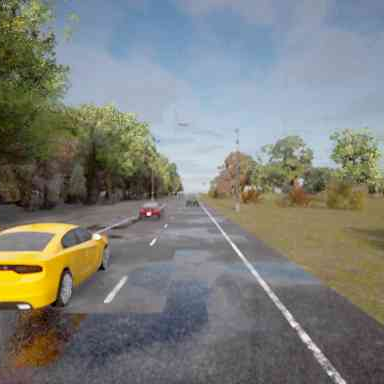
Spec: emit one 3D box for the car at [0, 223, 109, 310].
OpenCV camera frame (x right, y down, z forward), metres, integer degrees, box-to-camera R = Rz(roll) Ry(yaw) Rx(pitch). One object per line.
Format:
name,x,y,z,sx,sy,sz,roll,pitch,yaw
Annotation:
car,-3.399,1.487,7.958,1.882,1.535,5.008,0,0,0

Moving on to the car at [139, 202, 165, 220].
car,-3.403,1.559,28.546,1.812,1.442,4.674,0,0,0

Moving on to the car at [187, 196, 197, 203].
car,-0.004,1.639,69.700,1.994,1.385,4.181,0,0,0

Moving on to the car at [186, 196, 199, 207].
car,0.095,1.419,54.138,2.097,1.767,4.553,0,0,0
